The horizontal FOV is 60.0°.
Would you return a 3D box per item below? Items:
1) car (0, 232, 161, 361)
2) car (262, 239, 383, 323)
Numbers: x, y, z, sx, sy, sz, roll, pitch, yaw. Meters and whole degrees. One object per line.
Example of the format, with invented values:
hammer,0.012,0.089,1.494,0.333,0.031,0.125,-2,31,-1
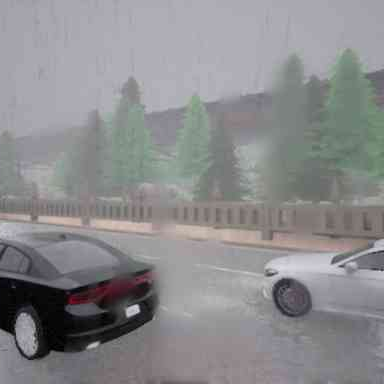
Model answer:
car,-2.826,1.476,6.022,5.008,1.535,1.882,0,0,36
car,3.548,1.528,5.763,4.674,1.442,1.812,0,0,36
